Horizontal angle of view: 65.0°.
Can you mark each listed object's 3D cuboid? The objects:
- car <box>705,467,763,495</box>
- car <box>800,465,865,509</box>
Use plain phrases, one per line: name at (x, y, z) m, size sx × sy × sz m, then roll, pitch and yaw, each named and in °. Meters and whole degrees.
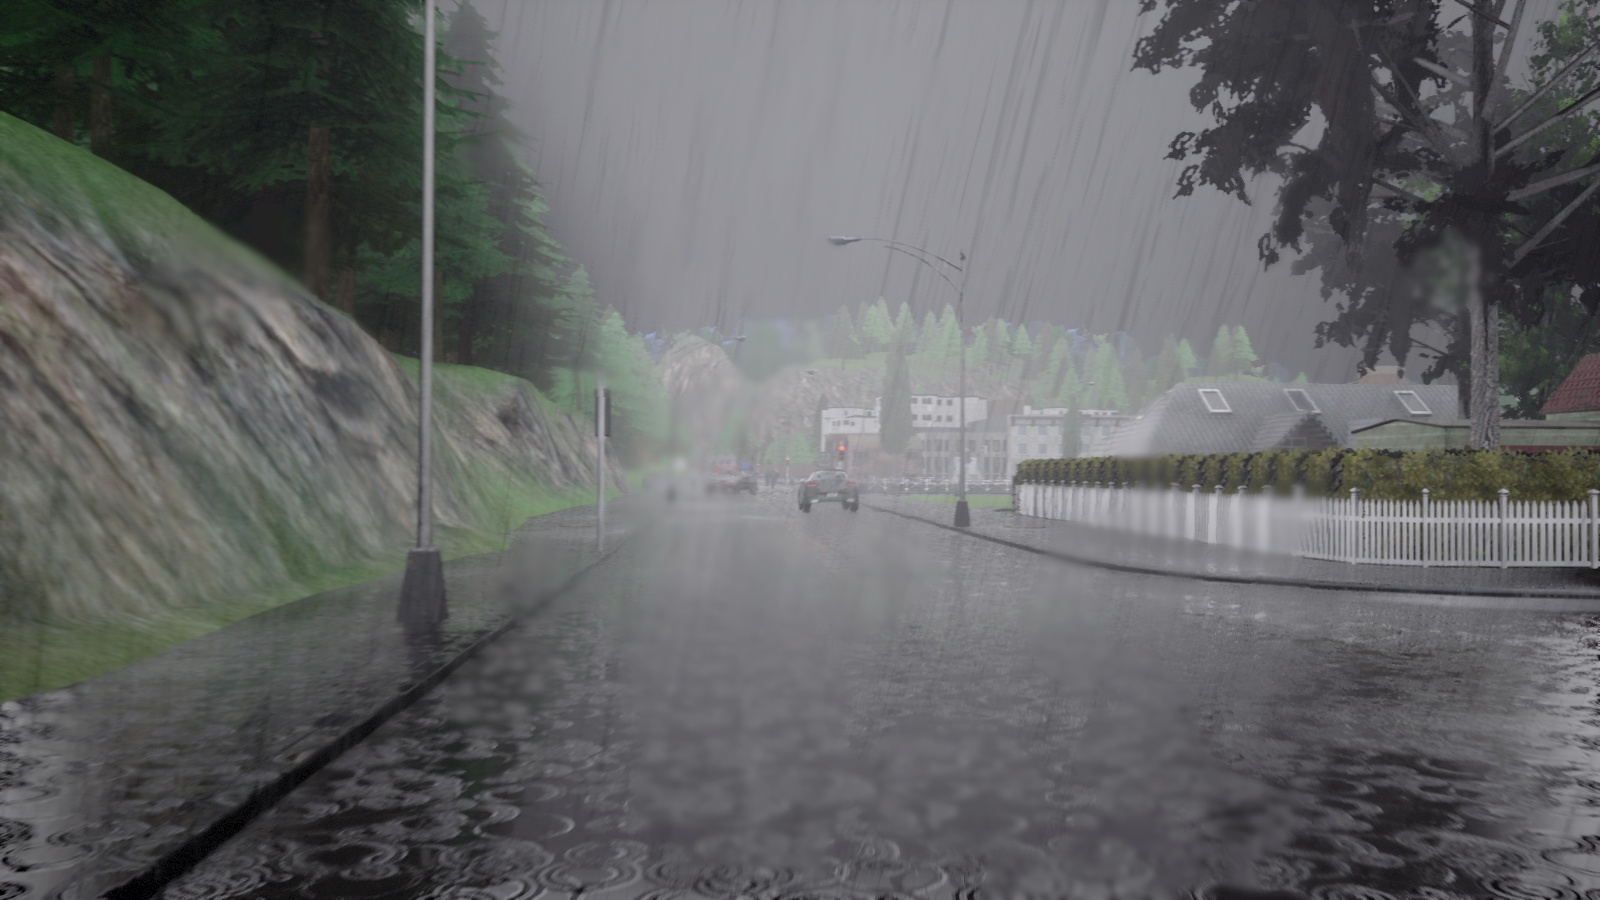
car at (-4.058, 1.918, 78.227) m, size 2.152 × 1.651 × 5.027 m, roll -1°, pitch -1°, yaw 15°
car at (1.203, 1.412, 49.043) m, size 2.152 × 1.651 × 5.027 m, roll 0°, pitch -1°, yaw -3°
